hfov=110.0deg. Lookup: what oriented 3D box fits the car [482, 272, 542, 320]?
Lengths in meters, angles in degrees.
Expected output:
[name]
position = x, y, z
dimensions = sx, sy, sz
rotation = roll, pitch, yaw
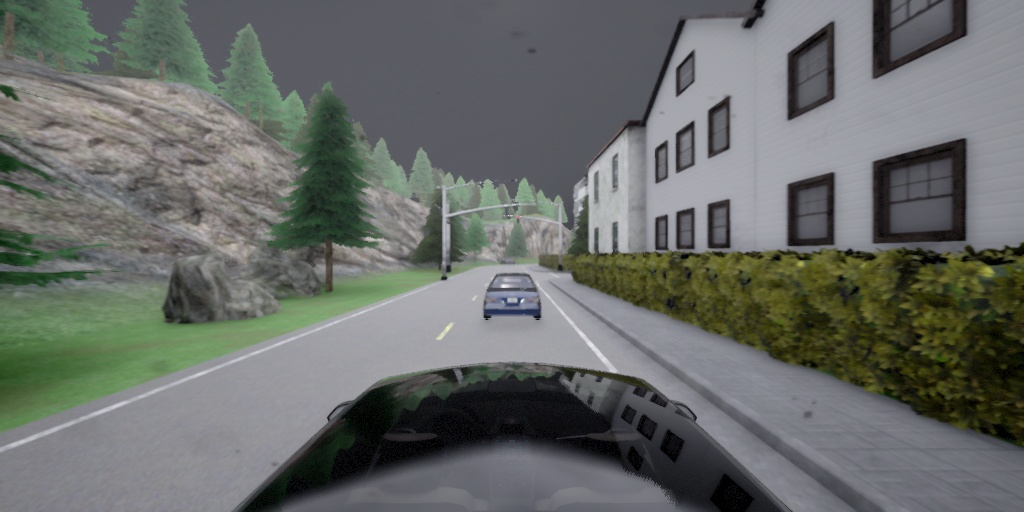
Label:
[car]
position = 0.024, 1.275, 12.516
dimensions = 2.033, 1.411, 5.357
rotation = 0, 0, 0
